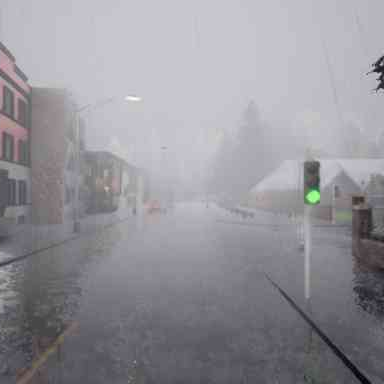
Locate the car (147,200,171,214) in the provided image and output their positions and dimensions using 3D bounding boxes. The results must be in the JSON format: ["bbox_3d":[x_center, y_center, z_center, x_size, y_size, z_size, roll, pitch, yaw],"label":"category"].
[{"bbox_3d":[-4.090,1.745,40.118,2.097,1.767,4.553,0,-1,0],"label":"car"}]

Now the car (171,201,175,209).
[{"bbox_3d":[-4.020,2.153,56.555,1.895,1.301,4.718,0,-1,1],"label":"car"}]
